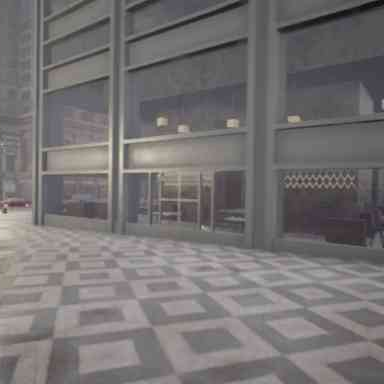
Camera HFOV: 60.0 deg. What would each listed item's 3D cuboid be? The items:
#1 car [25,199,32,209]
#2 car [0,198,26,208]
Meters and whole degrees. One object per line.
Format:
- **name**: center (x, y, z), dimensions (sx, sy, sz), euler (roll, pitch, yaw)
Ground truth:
- **car**: center (-17.300, 1.616, 40.506), dimensions (1.887, 1.381, 4.507), euler (1, 0, 35)
- **car**: center (-24.273, 1.455, 45.460), dimensions (1.887, 1.381, 4.507), euler (1, 0, 35)
